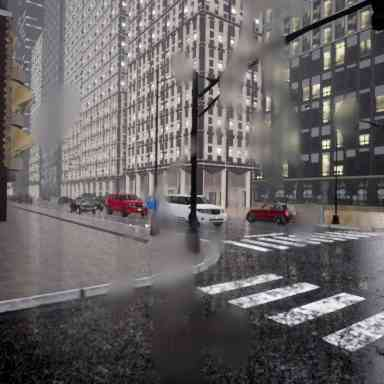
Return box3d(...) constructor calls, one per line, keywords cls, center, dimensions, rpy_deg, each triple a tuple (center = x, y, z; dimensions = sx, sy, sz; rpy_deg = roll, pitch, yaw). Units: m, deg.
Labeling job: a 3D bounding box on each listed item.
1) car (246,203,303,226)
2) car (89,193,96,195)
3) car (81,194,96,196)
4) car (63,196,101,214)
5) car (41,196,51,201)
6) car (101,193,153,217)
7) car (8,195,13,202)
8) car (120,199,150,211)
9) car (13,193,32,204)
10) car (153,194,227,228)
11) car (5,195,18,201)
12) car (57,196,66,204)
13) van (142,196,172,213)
box3d(cls="car", center=(5.784, 1.504, 23.956), dimensions=(1.967, 1.590, 4.097), rpy_deg=(1, -1, -35))
box3d(cls="car", center=(-14.411, 1.380, 53.124), dimensions=(2.097, 1.767, 4.553), rpy_deg=(1, -1, -35))
box3d(cls="car", center=(-17.081, 1.445, 51.676), dimensions=(1.882, 1.535, 5.008), rpy_deg=(1, -1, -35))
box3d(cls="car", center=(-10.862, 1.427, 32.920), dimensions=(2.008, 1.369, 4.403), rpy_deg=(1, -1, -35))
box3d(cls="car", center=(-36.737, 1.570, 83.824), dimensions=(1.802, 1.307, 4.206), rpy_deg=(1, -1, -35))
box3d(cls="car", center=(-6.068, 1.155, 30.649), dimensions=(2.150, 2.045, 5.566), rpy_deg=(1, -1, -35))
box3d(cls="car", center=(-37.027, 1.396, 69.763), dimensions=(1.947, 1.339, 4.313), rpy_deg=(1, -1, -35))
box3d(cls="car", center=(-7.301, 1.584, 42.376), dimensions=(2.008, 1.369, 4.403), rpy_deg=(1, -1, -35))
box3d(cls="car", center=(-30.482, 1.155, 60.554), dimensions=(2.192, 1.841, 5.009), rpy_deg=(1, -1, -35))
box3d(cls="car", center=(-0.095, 1.170, 22.241), dimensions=(2.150, 2.045, 5.566), rpy_deg=(1, -1, -35))
box3d(cls="car", center=(-40.297, 1.378, 74.368), dimensions=(2.008, 1.369, 4.403), rpy_deg=(1, -1, -35))
box3d(cls="car", center=(-22.489, 1.484, 59.284), dimensions=(1.812, 1.442, 4.674), rpy_deg=(1, -1, -35))
box3d(cls="van", center=(-4.027, 1.381, 37.773), dimensions=(1.690, 1.788, 3.998), rpy_deg=(1, -1, -35))
